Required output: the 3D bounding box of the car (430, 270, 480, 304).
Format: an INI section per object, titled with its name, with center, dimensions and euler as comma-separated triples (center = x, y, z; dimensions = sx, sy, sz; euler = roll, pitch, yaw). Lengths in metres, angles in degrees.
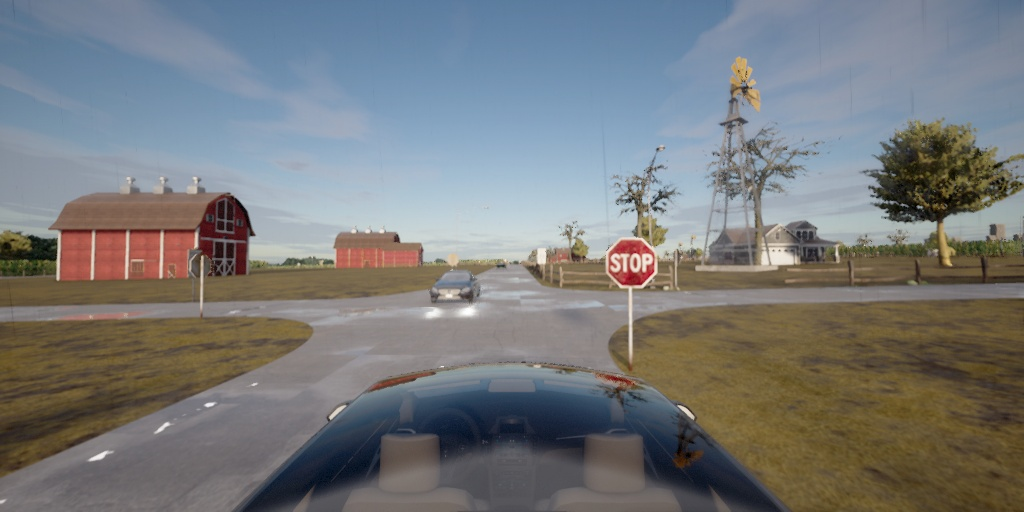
[car]
center = -2.570, 1.404, 17.118
dimensions = 1.812, 1.442, 4.674
euler = 0, 0, 1
